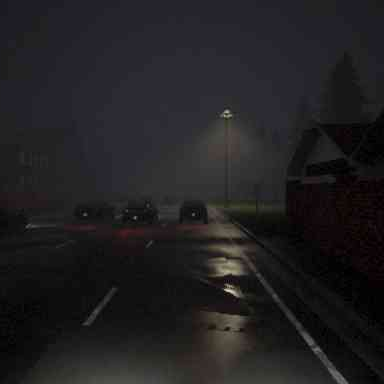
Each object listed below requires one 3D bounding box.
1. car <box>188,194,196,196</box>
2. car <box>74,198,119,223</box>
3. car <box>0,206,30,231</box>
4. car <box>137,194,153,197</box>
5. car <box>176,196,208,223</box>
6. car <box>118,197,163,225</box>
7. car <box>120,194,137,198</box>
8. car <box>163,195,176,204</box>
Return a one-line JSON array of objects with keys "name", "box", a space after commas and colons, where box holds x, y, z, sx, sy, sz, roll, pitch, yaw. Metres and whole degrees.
[{"name": "car", "box": [-0.001, 1.114, 52.652, 2.128, 1.511, 4.902, 0, 1, 0]}, {"name": "car", "box": [-6.902, 1.305, 23.977, 1.882, 1.535, 5.008, 0, 0, 0]}, {"name": "car", "box": [-10.401, 1.425, 16.998, 2.033, 1.411, 5.357, 0, 0, 0]}, {"name": "car", "box": [-7.002, 1.128, 52.637, 1.837, 1.490, 4.892, 0, 1, 0]}, {"name": "car", "box": [0.098, 1.305, 23.985, 1.882, 1.535, 5.008, 0, 0, 0]}, {"name": "car", "box": [-3.402, 1.330, 22.349, 2.128, 1.511, 4.902, 0, 0, 0]}, {"name": "car", "box": [-10.504, 1.146, 52.834, 1.812, 1.442, 4.674, 0, 0, 0]}, {"name": "car", "box": [-3.503, 1.146, 52.846, 1.812, 1.442, 4.674, 0, 0, 0]}]
